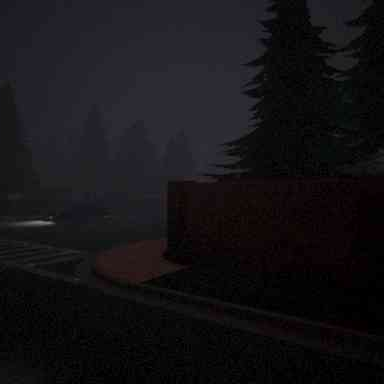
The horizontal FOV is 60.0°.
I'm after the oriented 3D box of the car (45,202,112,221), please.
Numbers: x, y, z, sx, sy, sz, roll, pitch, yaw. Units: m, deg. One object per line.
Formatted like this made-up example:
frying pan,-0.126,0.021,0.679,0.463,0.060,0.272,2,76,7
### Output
car,-9.147,1.549,27.343,2.033,1.411,5.357,0,0,35
